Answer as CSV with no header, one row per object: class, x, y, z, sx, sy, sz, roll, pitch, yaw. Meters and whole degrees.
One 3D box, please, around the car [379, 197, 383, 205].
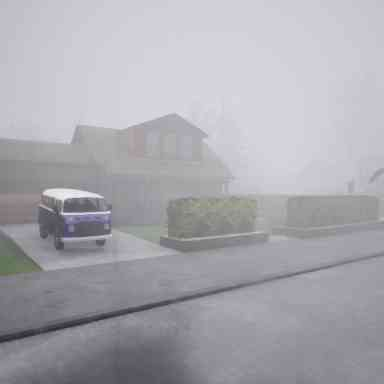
car,24.678,0.985,41.408,3.866,1.878,1.905,0,0,0
